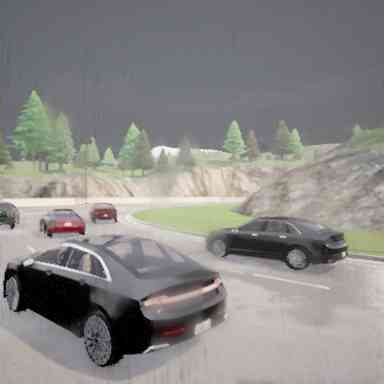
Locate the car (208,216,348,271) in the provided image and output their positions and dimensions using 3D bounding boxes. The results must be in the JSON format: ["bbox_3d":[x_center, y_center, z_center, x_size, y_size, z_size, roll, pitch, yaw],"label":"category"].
[{"bbox_3d":[2.647,1.588,11.351,4.892,1.490,1.837,-1,0,42],"label":"car"}]

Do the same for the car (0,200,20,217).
[{"bbox_3d":[-19.489,1.578,33.619,2.128,1.511,4.902,0,0,-7],"label":"car"}]

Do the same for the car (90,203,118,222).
[{"bbox_3d":[-7.236,1.597,27.038,1.882,1.535,5.008,0,0,-20],"label":"car"}]

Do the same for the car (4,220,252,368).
[{"bbox_3d":[-1.655,1.519,5.902,4.902,1.511,2.128,0,0,42],"label":"car"}]

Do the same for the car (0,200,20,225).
[{"bbox_3d":[-12.825,1.411,22.264,2.097,1.767,4.553,1,0,-23],"label":"car"}]

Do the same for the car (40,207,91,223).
[{"bbox_3d":[-7.385,1.634,18.824,1.994,1.385,4.181,0,0,-30],"label":"car"}]
